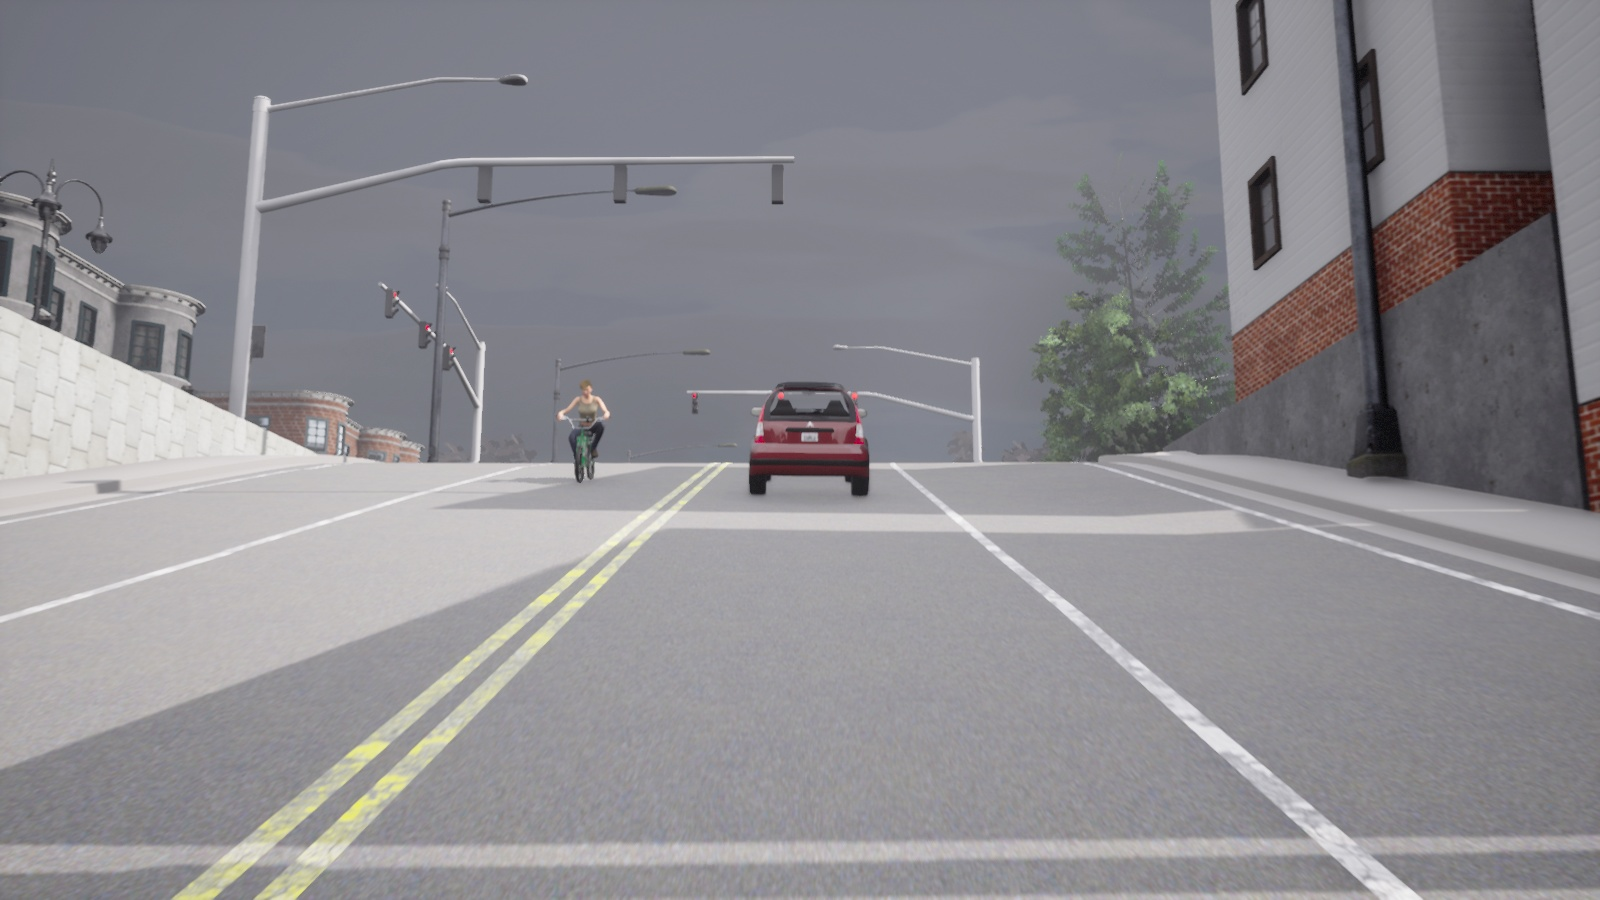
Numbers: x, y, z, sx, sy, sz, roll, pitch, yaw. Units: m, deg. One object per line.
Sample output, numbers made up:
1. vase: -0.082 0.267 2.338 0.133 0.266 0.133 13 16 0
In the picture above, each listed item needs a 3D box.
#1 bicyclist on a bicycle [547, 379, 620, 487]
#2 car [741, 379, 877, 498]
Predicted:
1. bicyclist on a bicycle: -3.382 -0.276 19.748 0.866 1.612 1.509 1 1 0
2. car: 0.124 -0.243 19.339 1.851 1.617 3.988 1 3 0
